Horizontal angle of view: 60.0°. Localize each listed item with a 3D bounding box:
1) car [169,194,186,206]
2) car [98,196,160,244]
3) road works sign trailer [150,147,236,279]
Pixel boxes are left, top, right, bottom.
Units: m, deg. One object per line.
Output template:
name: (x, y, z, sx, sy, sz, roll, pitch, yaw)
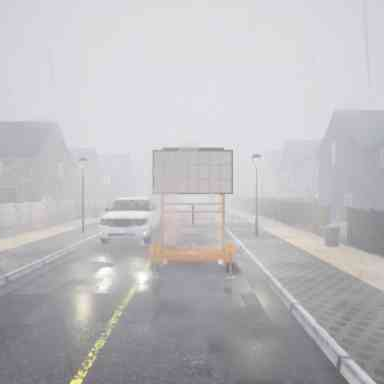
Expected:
car: (-2.710, 1.400, 57.364, 2.150, 2.045, 5.566, 0, 0, 0)
car: (-2.816, 1.229, 16.101, 2.150, 2.045, 5.566, 0, 0, 0)
road works sign trailer: (0.027, 0.466, 10.071, 2.380, 3.560, 2.880, 0, 0, 1)
